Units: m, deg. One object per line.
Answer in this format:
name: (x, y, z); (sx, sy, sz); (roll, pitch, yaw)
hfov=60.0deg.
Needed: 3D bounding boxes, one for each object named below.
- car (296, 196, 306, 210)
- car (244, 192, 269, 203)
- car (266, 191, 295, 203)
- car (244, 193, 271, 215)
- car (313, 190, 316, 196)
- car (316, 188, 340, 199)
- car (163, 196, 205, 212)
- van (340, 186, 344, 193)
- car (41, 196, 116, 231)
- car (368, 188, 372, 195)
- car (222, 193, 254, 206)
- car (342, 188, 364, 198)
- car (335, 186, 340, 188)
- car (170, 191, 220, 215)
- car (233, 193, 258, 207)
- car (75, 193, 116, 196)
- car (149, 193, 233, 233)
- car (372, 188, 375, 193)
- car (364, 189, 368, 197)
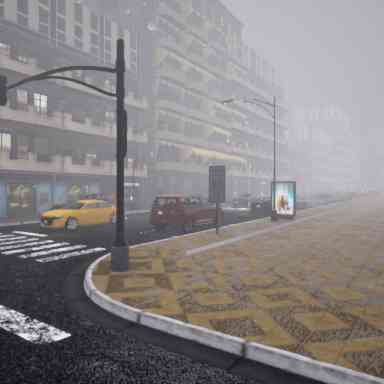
car: (9.386, 0.965, 31.358); (1.947, 1.339, 4.313); (1, 2, 35)
car: (8.830, 0.754, 45.196); (1.802, 1.307, 4.206); (2, 2, 35)
car: (12.121, 0.631, 45.318); (2.128, 1.511, 4.902); (0, 1, 35)
car: (6.209, 1.069, 26.809); (1.947, 1.339, 4.313); (1, 2, 35)
car: (27.885, -0.025, 72.471); (1.967, 1.590, 4.097); (2, 2, 35)
car: (22.134, 0.462, 54.155); (1.994, 1.385, 4.181); (0, 1, 35)
car: (-0.697, 1.069, 31.557); (1.802, 1.307, 4.206); (2, 2, 35)
van: (37.414, -0.446, 86.109); (1.690, 1.788, 3.998); (2, 2, 35)
car: (-6.142, 1.219, 19.094); (1.882, 1.535, 5.008); (0, 1, 32)
car: (34.798, 0.096, 67.737); (1.887, 1.381, 4.507); (1, 2, 35)
car: (5.655, 0.829, 40.649); (2.008, 1.369, 4.403); (2, 2, 35)
car: (28.445, 0.309, 58.643); (1.887, 1.381, 4.507); (1, 2, 35)
car: (34.238, -0.239, 81.565); (1.967, 1.590, 4.097); (2, 2, 35)
car: (0.339, 0.879, 28.539); (2.097, 1.767, 4.553); (0, 1, 35)
car: (6.114, 0.843, 36.795); (1.837, 1.490, 4.892); (0, 1, 35)
car: (-7.047, 1.010, 22.456); (2.192, 1.841, 5.009); (1, 2, 35)
car: (-0.142, 1.026, 17.708); (2.192, 1.841, 5.009); (1, 2, 35)
car: (37.974, -0.012, 72.285); (1.887, 1.381, 4.507); (1, 2, 35)
car: (31.622, 0.098, 63.187); (1.967, 1.590, 4.097); (1, 2, 35)
